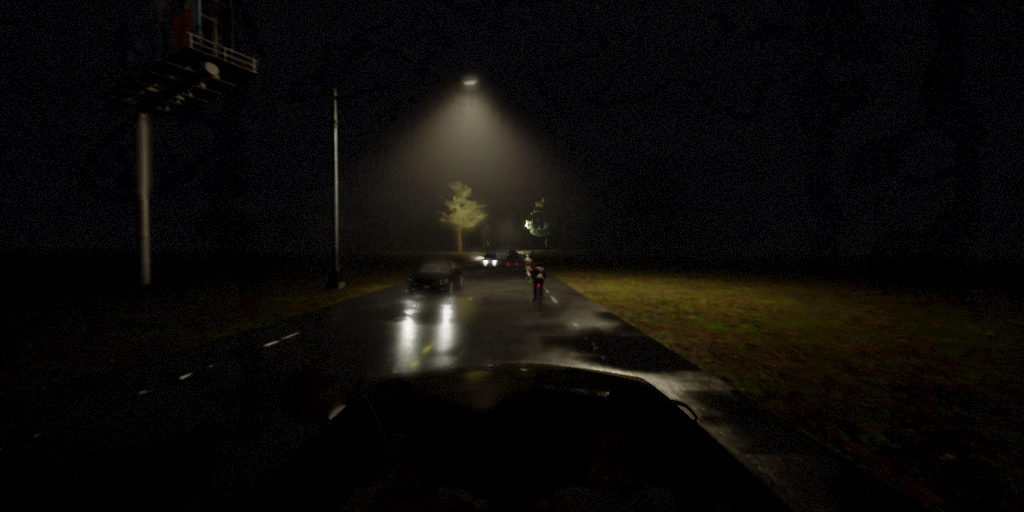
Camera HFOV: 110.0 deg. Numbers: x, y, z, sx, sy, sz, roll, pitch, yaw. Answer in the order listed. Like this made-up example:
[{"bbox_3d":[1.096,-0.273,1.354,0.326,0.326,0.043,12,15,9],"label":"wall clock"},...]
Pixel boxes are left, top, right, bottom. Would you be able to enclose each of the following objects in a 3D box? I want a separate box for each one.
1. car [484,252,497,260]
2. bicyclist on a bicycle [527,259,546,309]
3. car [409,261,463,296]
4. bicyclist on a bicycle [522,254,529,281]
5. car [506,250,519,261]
[{"bbox_3d":[-3.545,-0.044,59.049,1.895,1.301,4.718,0,2,1],"label":"car"},{"bbox_3d":[0.958,1.043,12.880,0.582,1.620,1.656,0,1,0],"label":"bicyclist on a bicycle"},{"bbox_3d":[-3.596,0.982,17.606,1.882,1.535,5.008,0,1,0],"label":"car"},{"bbox_3d":[0.956,0.772,22.253,0.659,1.776,1.843,0,2,0],"label":"bicyclist on a bicycle"},{"bbox_3d":[0.083,0.001,53.949,2.128,1.511,4.902,0,2,0],"label":"car"}]
